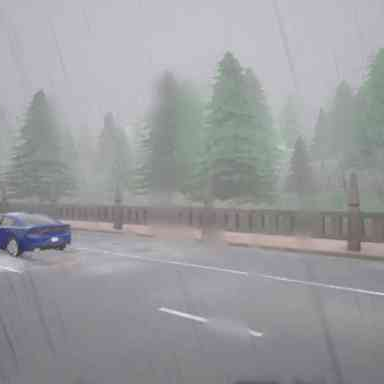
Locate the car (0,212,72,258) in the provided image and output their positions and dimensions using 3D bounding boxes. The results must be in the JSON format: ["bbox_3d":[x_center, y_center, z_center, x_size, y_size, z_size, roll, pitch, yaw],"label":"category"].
[{"bbox_3d":[-6.861,1.532,13.171,5.008,1.535,1.882,0,0,35],"label":"car"}]
